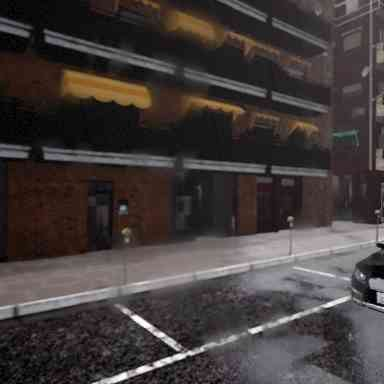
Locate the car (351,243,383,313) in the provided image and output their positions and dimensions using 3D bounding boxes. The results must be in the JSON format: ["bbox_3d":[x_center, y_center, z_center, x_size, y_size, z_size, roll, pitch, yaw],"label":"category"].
[{"bbox_3d":[5.147,1.458,6.726,4.902,1.511,2.128,0,0,-35],"label":"car"}]
